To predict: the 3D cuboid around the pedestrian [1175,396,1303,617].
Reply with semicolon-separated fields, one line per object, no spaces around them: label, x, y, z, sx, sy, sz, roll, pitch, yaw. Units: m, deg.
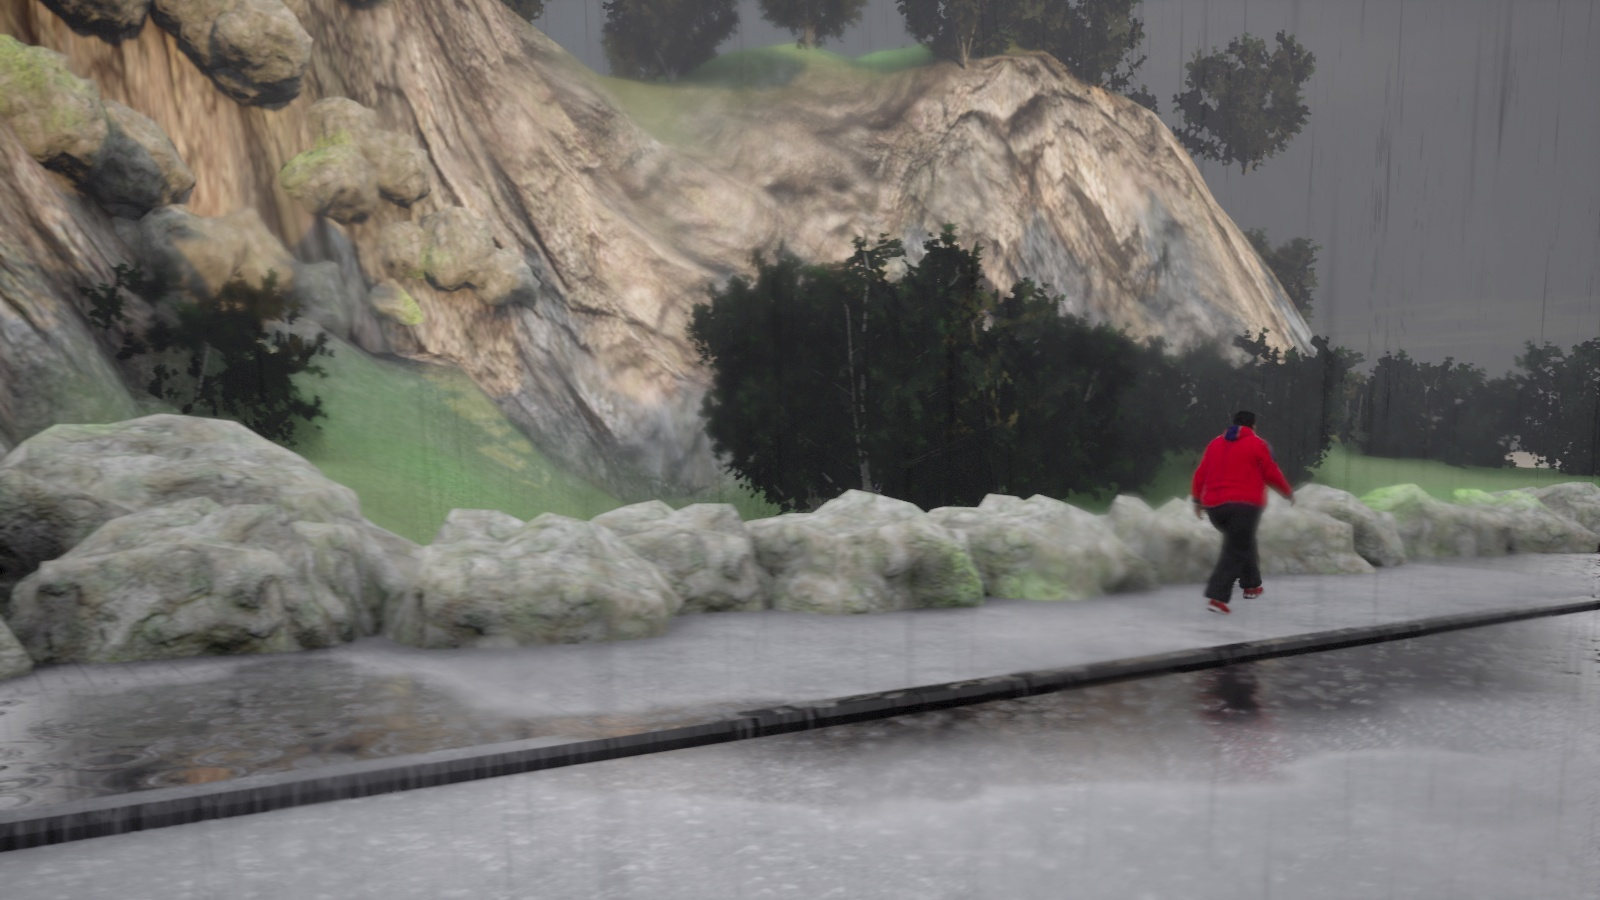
pedestrian;3.852;0.474;11.027;0.899;1.844;0.634;0;0;-32
